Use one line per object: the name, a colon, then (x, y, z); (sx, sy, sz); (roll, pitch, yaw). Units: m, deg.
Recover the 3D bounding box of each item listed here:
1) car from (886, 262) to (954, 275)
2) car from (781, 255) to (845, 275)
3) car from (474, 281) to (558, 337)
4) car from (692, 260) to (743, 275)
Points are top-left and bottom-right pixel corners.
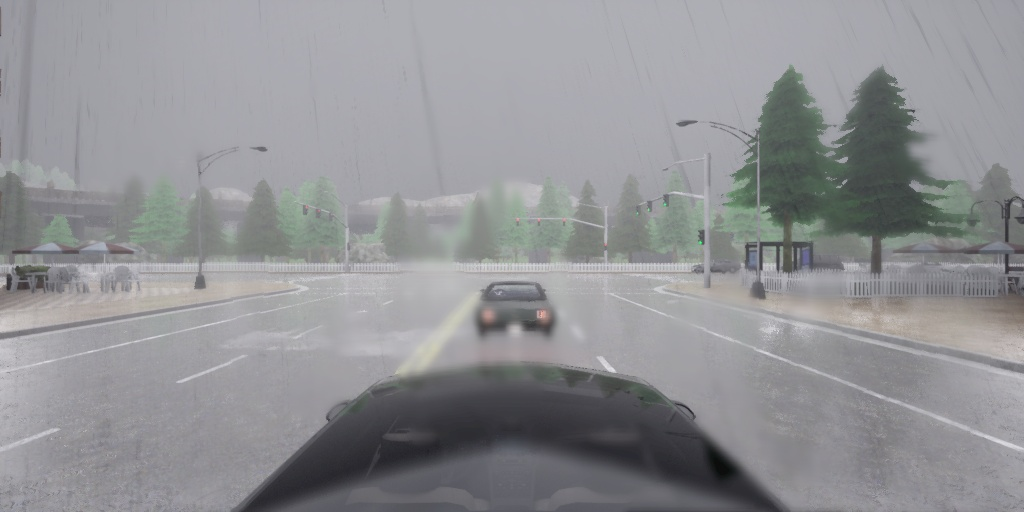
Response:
car: (41.808, 1.294, 36.746); (4.718, 1.301, 1.895); (0, 0, 10)
car: (31.523, 0.915, 37.585); (5.566, 2.045, 2.150); (0, 0, 1)
car: (0.074, 1.351, 10.216); (1.895, 1.301, 4.718); (0, 0, 0)
car: (21.489, 1.185, 37.649); (4.902, 1.511, 2.128); (0, 0, 0)
